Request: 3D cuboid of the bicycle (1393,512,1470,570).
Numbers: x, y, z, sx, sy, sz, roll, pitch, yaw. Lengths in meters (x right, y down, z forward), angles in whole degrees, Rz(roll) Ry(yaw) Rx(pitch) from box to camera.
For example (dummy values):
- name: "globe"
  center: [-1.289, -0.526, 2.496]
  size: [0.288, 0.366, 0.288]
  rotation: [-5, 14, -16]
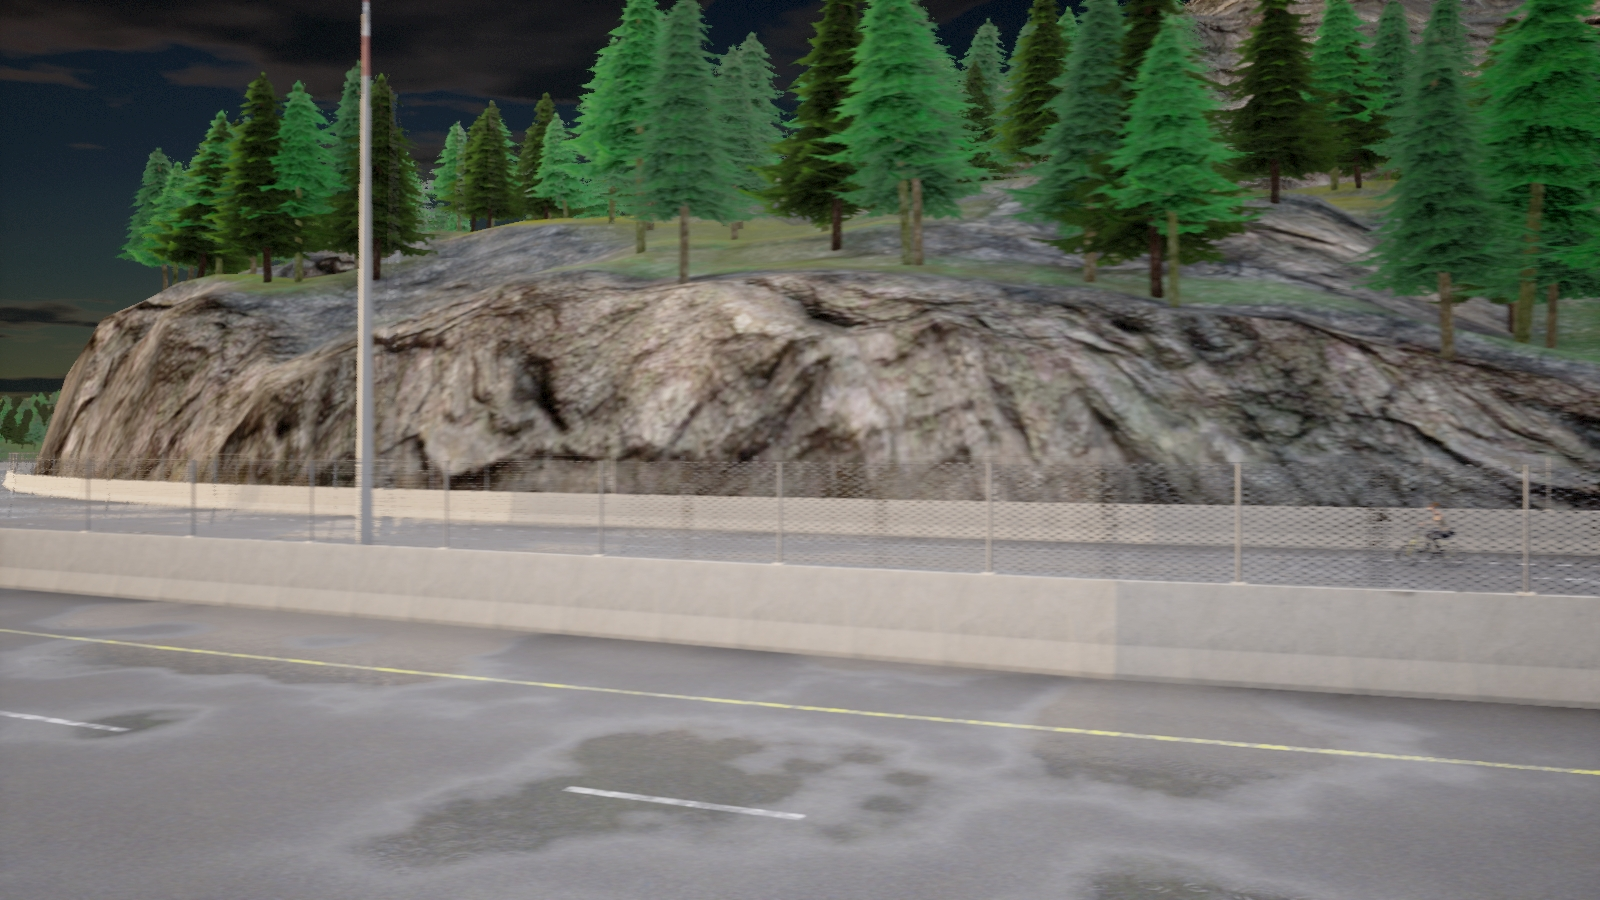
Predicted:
- name: "bicycle"
  center: [15.180, 2.180, 27.508]
  size: [1.487, 1.295, 0.859]
  rotation: [0, 0, 20]
